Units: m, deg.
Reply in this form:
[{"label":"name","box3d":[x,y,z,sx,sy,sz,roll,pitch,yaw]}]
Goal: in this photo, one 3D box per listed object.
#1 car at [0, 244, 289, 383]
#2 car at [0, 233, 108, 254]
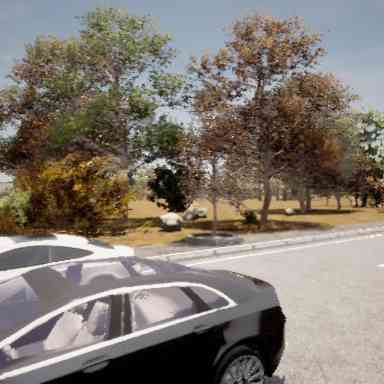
[{"label":"car","box3d":[-1.171,1.492,3.157,4.902,1.511,2.128,0,0,-36]},{"label":"car","box3d":[-3.189,1.526,6.017,4.674,1.442,1.812,0,0,-35]}]
